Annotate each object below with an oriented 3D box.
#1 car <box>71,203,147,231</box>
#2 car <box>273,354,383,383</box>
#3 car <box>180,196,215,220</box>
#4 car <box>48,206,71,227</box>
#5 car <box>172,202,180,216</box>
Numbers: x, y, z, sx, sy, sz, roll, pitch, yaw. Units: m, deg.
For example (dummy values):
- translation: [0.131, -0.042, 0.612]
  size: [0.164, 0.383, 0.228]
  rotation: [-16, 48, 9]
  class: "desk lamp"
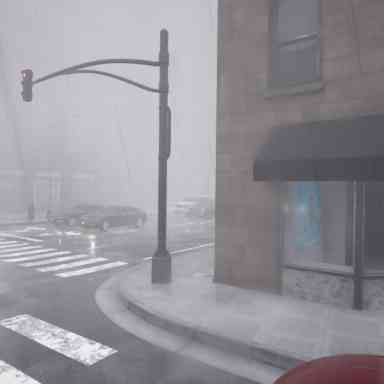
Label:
- translation: [-5.014, 1.616, 21.566]
  size: [1.837, 1.490, 4.892]
  rotation: [1, 0, 35]
  class: "car"
- translation: [2.382, 1.545, 1.254]
  size: [4.507, 1.381, 1.887]
  rotation: [0, 1, 35]
  class: "car"
- translation: [1.381, 1.558, 30.537]
  size: [2.097, 1.767, 4.553]
  rotation: [1, 0, 36]
  class: "car"
- translation: [-7.666, 1.569, 23.445]
  size: [1.837, 1.490, 4.892]
  rotation: [1, 0, 35]
  class: "car"
- translation: [0.286, 1.405, 34.598]
  size: [2.150, 2.045, 5.566]
  rotation: [1, 0, 36]
  class: "car"
